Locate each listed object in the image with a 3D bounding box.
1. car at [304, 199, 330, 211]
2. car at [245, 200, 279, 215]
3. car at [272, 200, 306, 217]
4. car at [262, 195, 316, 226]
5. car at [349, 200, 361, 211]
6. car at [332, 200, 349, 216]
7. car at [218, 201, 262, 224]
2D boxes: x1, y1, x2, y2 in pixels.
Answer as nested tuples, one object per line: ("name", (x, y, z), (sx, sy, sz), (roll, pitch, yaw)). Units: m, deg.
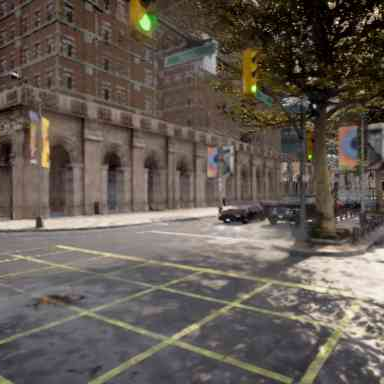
("car", (15.488, 1.558, 40.968), (1.994, 1.385, 4.181), (0, 0, 36))
("car", (7.493, 1.585, 35.253), (1.895, 1.301, 4.718), (0, 0, 36))
("car", (9.629, 1.518, 32.807), (1.812, 1.442, 4.674), (0, 0, 36))
("car", (7.282, 1.217, 23.562), (2.150, 2.045, 5.566), (0, 0, 36))
("car", (19.182, 1.598, 40.107), (1.895, 1.301, 4.718), (0, 0, 36))
("car", (13.175, 1.474, 31.763), (1.882, 1.535, 5.008), (0, 0, 36))
("car", (4.014, 1.539, 25.010), (2.033, 1.411, 5.357), (0, 0, 36))
